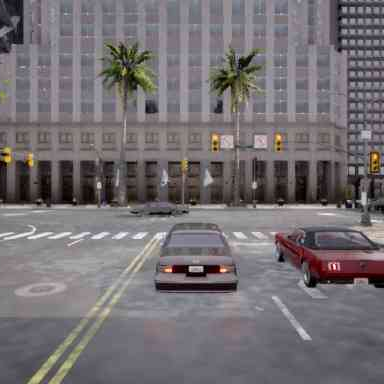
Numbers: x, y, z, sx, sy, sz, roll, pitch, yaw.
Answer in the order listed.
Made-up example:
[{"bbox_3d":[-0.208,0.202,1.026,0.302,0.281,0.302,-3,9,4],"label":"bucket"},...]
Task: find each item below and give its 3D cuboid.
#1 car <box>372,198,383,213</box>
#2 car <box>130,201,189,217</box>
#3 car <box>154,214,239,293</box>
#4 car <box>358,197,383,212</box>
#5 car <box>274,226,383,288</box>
[{"bbox_3d":[21.667,1.601,34.315,4.718,1.301,1.895,0,0,0],"label":"car"},{"bbox_3d":[-2.940,1.547,30.736,5.357,1.411,2.033,0,0,0],"label":"car"},{"bbox_3d":[0.097,1.547,8.977,2.033,1.411,5.357,0,0,0],"label":"car"},{"bbox_3d":[21.401,1.352,37.817,4.553,1.767,2.097,0,0,0],"label":"car"},{"bbox_3d":[3.643,1.601,9.244,1.895,1.301,4.718,0,0,2],"label":"car"}]
